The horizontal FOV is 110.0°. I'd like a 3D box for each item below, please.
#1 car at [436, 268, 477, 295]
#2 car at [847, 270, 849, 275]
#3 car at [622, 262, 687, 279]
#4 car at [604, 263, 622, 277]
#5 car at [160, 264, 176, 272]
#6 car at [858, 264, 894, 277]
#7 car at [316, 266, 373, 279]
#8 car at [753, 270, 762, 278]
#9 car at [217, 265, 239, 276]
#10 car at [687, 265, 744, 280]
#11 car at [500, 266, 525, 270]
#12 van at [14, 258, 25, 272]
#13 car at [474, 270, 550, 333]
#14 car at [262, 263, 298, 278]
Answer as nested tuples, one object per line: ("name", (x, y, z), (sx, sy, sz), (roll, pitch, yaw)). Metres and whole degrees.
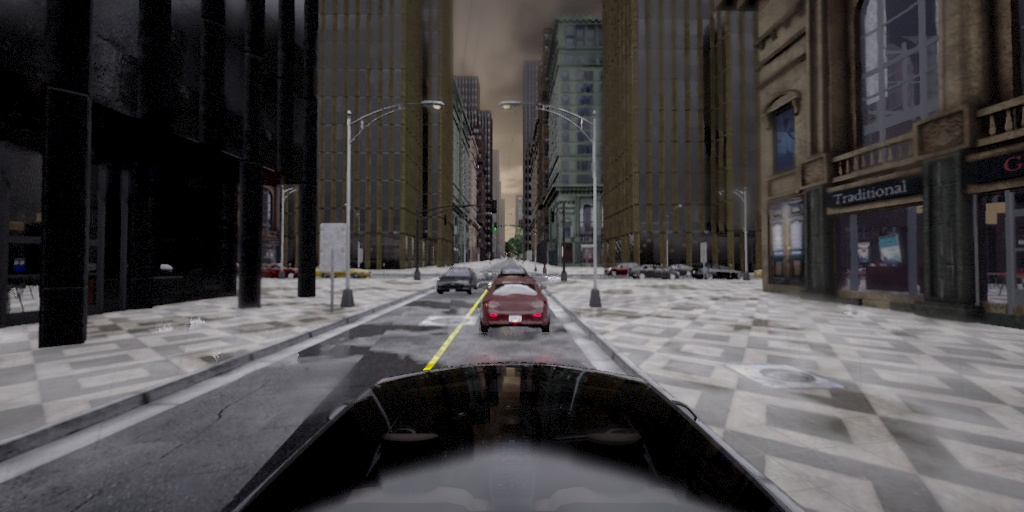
("car", (-3.028, 1.388, 20.866), (2.033, 1.411, 5.357), (0, 0, 0))
("car", (34.958, 1.727, 39.837), (4.207, 1.307, 1.802), (0, 0, 0))
("car", (12.292, 1.423, 31.211), (4.403, 1.370, 2.007), (0, 0, 0))
("car", (12.283, 1.480, 39.735), (4.097, 1.591, 1.967), (0, 0, 0))
("car", (-30.697, 1.325, 31.017), (4.313, 1.339, 1.948), (0, 0, 0))
("car", (40.625, 1.621, 39.862), (4.097, 1.591, 1.967), (0, 0, 0))
("car", (-14.627, 1.317, 31.089), (4.829, 1.417, 1.751), (0, 0, 0))
("car", (23.799, 1.443, 31.263), (4.829, 1.417, 1.751), (0, 0, 0))
("car", (-31.004, 1.471, 39.538), (4.507, 1.381, 1.888), (0, 0, 0))
("car", (17.962, 1.459, 31.237), (4.313, 1.339, 1.948), (0, 0, 0))
("car", (0.025, 1.332, 20.769), (2.128, 1.511, 4.902), (0, 0, -2))
("van", (-41.298, 1.086, 30.968), (3.998, 1.789, 1.690), (0, 0, 0))
("car", (0.082, 1.318, 10.788), (1.812, 1.442, 4.674), (0, 0, 0))
("car", (-20.097, 1.325, 31.065), (4.507, 1.381, 1.888), (0, 0, 0))
